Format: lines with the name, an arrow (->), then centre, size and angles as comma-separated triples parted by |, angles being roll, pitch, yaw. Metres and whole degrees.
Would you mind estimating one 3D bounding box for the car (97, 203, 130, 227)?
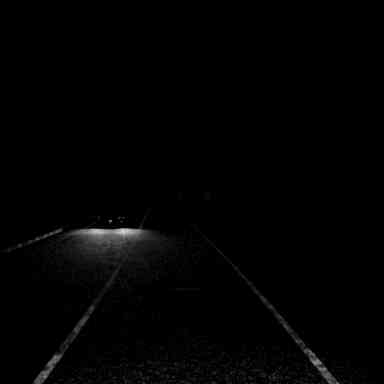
car -> -5.343, 1.563, 23.118 | 1.837, 1.490, 4.892 | 0, 0, -6
